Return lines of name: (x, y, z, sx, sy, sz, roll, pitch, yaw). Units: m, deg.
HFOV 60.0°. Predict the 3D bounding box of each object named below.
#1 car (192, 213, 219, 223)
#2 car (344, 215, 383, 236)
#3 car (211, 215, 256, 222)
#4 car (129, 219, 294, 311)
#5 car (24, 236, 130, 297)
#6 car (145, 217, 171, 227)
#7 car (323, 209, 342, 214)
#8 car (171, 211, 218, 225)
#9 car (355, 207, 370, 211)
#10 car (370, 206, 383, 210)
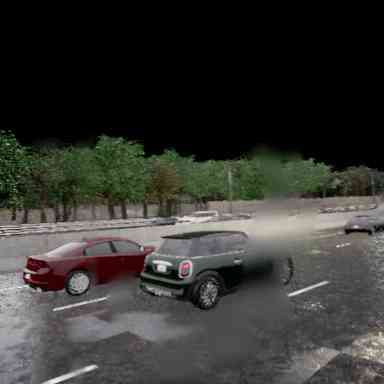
car: (2.766, 3.252, 34.634, 5.008, 1.535, 1.882, 1, -4, -42)
car: (13.050, 2.422, 24.815, 4.181, 1.385, 1.994, 1, -4, -42)
car: (4.457, 3.045, 31.460, 4.892, 1.490, 1.837, 1, -4, -42)
car: (0.874, 1.841, 9.294, 4.553, 1.767, 2.097, 1, -4, -42)
car: (-2.669, 2.181, 10.800, 5.008, 1.535, 1.882, 1, -4, -42)
car: (-3.157, 3.723, 38.711, 4.892, 1.490, 1.837, 0, -4, -42)
car: (27.744, 4.049, 65.833, 4.718, 1.301, 1.895, 0, -4, -41)
car: (0.835, 3.231, 37.612, 5.566, 2.045, 2.150, 1, -4, -41)
car: (34.777, 3.724, 67.352, 5.008, 1.535, 1.882, 0, -4, -41)
car: (37.074, 3.543, 64.716, 4.674, 1.442, 1.812, 0, -4, -41)
